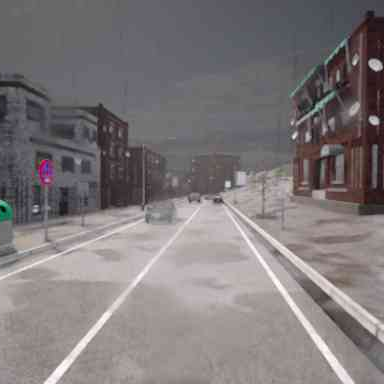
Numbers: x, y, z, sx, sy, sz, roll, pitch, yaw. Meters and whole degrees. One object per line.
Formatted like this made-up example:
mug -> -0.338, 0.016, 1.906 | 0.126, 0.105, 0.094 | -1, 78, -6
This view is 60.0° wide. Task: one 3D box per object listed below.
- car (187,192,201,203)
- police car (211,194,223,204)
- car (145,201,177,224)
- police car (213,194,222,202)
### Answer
car -> 0.588, 1.123, 65.851 | 2.150, 2.045, 5.566 | 0, 0, 4
police car -> 5.002, 1.376, 63.589 | 1.930, 1.638, 5.238 | 0, 0, 4
car -> -2.189, 1.443, 24.523 | 2.128, 1.511, 4.902 | 0, 0, 4
police car -> 5.649, 1.375, 73.573 | 1.930, 1.638, 5.238 | 0, 0, 4
